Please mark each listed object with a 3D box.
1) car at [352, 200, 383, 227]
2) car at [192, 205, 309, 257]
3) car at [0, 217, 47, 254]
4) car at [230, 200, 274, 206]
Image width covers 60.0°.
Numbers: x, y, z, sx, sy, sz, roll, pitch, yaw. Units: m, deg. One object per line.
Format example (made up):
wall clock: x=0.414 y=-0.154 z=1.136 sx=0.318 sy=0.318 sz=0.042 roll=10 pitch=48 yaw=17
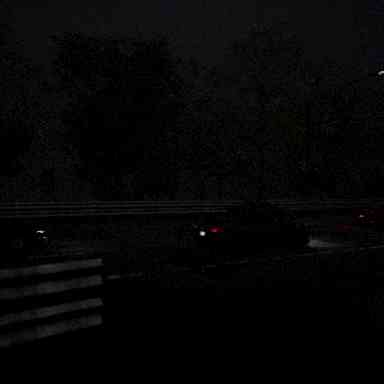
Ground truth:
car: x=12.299 y=1.285 z=20.875 sx=5.008 sy=1.535 sz=1.882 roll=0 pitch=0 yaw=-26
car: x=2.123 y=1.345 z=11.881 sx=4.181 sy=1.385 sz=1.994 roll=0 pitch=0 yaw=-27
car: x=-7.420 y=1.267 z=10.900 sx=4.892 sy=1.490 sz=1.837 roll=0 pitch=0 yaw=-28
car: x=4.200 y=1.297 z=20.773 sx=4.892 sy=1.490 sz=1.837 roll=0 pitch=0 yaw=-27
